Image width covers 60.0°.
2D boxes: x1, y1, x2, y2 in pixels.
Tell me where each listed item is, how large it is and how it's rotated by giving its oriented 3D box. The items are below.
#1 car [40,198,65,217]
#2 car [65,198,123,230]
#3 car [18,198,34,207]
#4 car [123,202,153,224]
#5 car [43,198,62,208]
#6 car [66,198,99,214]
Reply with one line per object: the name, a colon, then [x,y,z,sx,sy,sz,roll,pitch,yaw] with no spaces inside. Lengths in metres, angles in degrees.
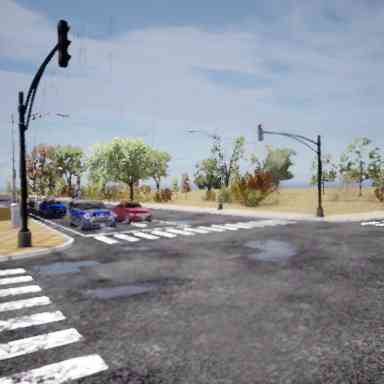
car: [-13.657,1.505,32.640,1.882,1.535,5.008,-2,2,-33]
car: [-6.404,1.372,21.394,2.097,1.767,4.553,-2,1,-32]
car: [-25.685,1.634,51.339,1.895,1.301,4.718,-2,1,-33]
car: [-4.549,1.470,24.577,1.812,1.442,4.674,-2,1,-33]
car: [-21.077,1.558,50.149,1.895,1.301,4.718,-2,1,-32]
car: [-11.942,1.444,35.964,2.128,1.511,4.902,-2,1,-33]
